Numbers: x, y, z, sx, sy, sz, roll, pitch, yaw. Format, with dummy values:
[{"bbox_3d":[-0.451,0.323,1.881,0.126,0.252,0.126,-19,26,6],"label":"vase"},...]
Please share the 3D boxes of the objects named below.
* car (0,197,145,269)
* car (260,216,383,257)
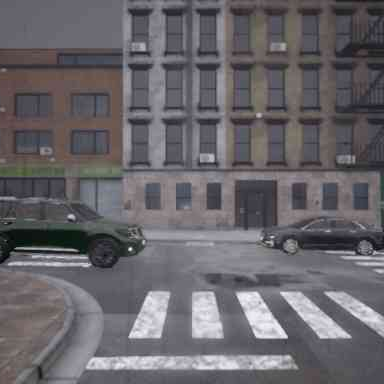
[{"bbox_3d":[-4.353,1.223,10.848,5.566,2.045,2.150,1,-1,0],"label":"car"},{"bbox_3d":[5.305,1.753,13.758,4.892,1.490,1.837,1,-1,0],"label":"car"}]
